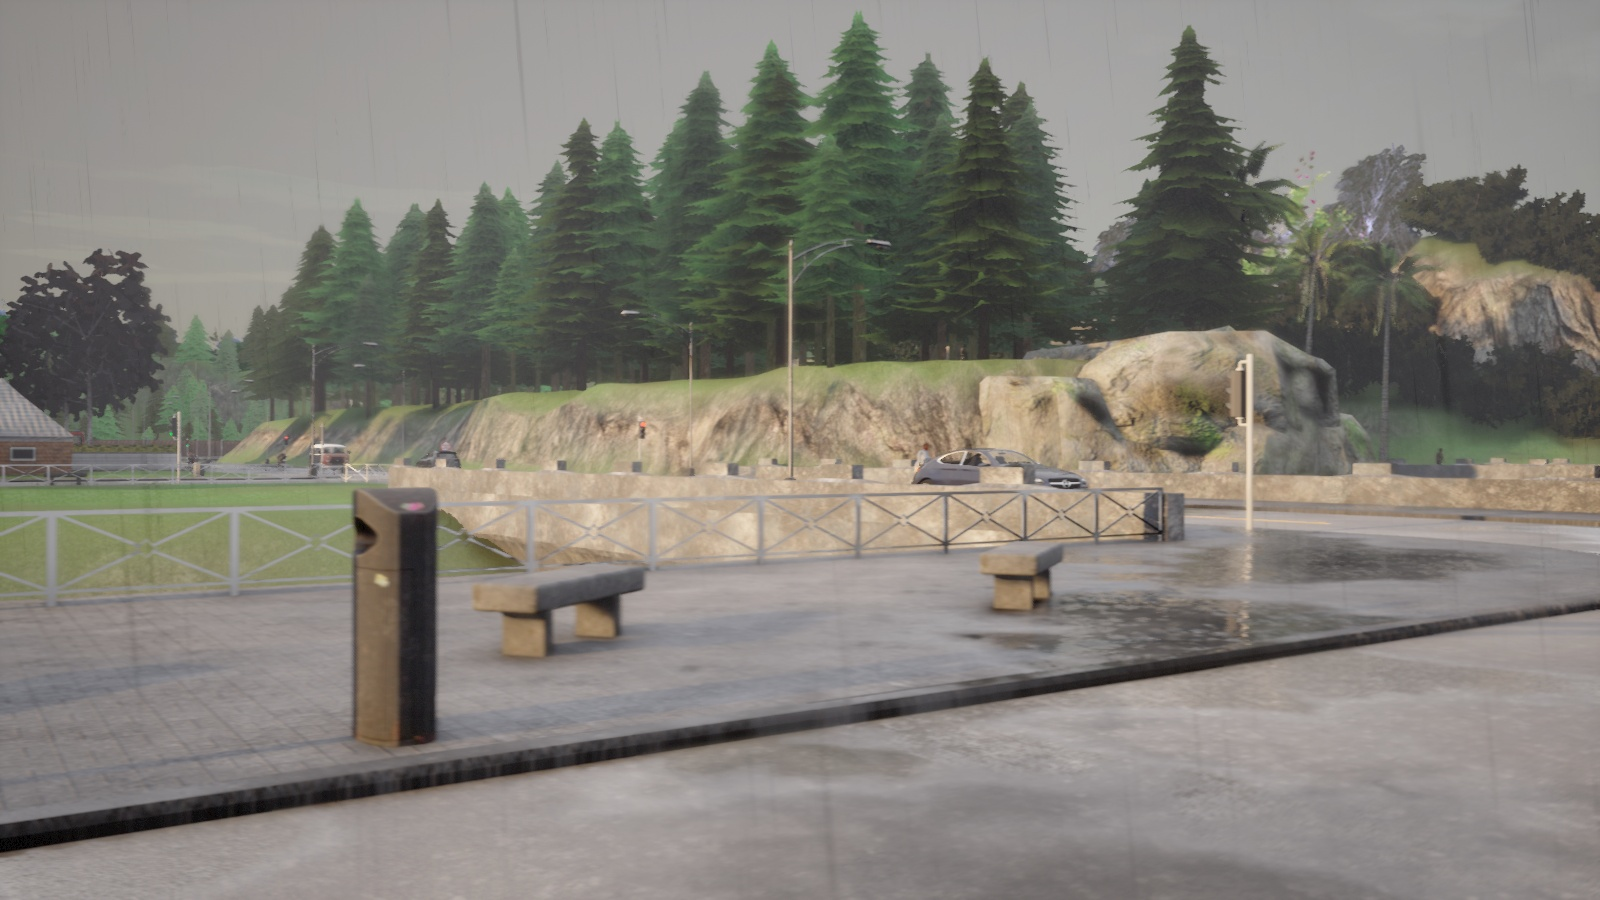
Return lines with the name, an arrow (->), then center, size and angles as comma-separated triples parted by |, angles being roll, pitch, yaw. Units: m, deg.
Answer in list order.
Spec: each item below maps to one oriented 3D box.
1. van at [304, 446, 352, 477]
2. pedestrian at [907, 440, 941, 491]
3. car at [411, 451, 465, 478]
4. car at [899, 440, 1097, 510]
van -> -32.200, 0.746, 85.626 | 2.069, 2.038, 4.480 | 0, 0, -35
pedestrian -> 4.570, 0.559, 46.424 | 0.874, 1.855, 0.900 | 0, 0, -34
car -> -22.836, 0.917, 79.112 | 2.033, 1.649, 4.856 | 0, 0, -31
car -> 4.961, 0.592, 32.195 | 2.152, 1.651, 5.027 | 0, 0, -35
